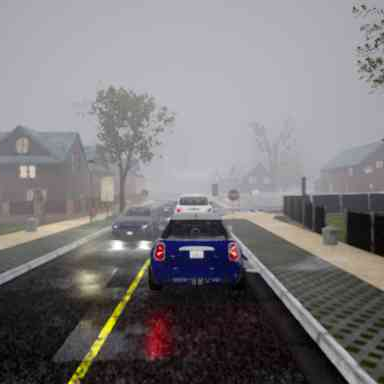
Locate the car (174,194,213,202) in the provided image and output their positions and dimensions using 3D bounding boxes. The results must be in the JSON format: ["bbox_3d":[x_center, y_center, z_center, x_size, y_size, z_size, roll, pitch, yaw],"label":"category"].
[{"bbox_3d":[0.098,1.133,20.209,2.150,2.045,5.566,0,0,0],"label":"car"}]

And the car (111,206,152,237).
[{"bbox_3d":[-2.815,1.471,17.720,2.033,1.411,5.357,0,0,0],"label":"car"}]

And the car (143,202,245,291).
[{"bbox_3d":[0.100,1.314,9.080,2.097,1.767,4.553,0,0,0],"label":"car"}]
